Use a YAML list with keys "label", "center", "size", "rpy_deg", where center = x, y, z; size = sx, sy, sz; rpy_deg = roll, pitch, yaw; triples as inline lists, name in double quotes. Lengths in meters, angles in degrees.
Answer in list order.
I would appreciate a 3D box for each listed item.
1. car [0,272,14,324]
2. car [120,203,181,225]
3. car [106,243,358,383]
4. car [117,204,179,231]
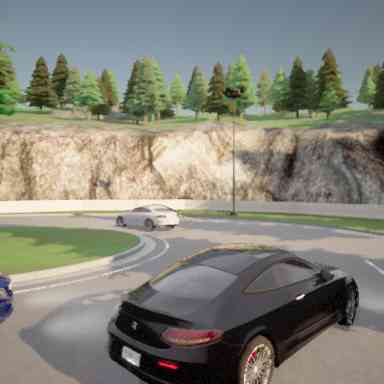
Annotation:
- label: "car"
  center: [-5.073, 1.523, 4.523]
  size: [4.674, 1.442, 1.812]
  rpy_deg: [1, 0, -36]
- label: "car"
  center: [-3.167, 1.613, 25.192]
  size: [4.181, 1.385, 1.994]
  rpy_deg: [0, 0, 29]
- label: "car"
  center: [0.963, 1.540, 5.117]
  size: [1.812, 1.442, 4.674]
  rpy_deg: [1, 0, 44]
- label: "car"
  center: [-2.846, 1.566, 20.962]
  size: [4.674, 1.442, 1.812]
  rpy_deg: [0, -1, 43]
